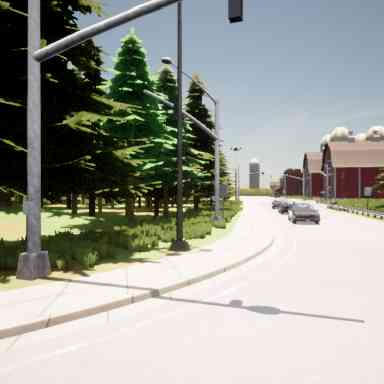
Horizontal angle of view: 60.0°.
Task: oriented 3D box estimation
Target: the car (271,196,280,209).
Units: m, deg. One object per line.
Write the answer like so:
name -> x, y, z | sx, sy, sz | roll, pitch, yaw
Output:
car -> 11.796, 1.576, 44.720 | 1.994, 1.385, 4.181 | 0, 0, 9

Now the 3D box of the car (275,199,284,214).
car -> 10.124, 1.611, 34.797 | 1.895, 1.301, 4.718 | 0, 0, 10

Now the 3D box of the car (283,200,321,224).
car -> 8.393, 1.555, 25.302 | 2.033, 1.411, 5.357 | 0, 0, 11
